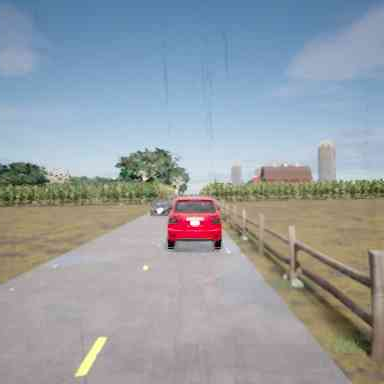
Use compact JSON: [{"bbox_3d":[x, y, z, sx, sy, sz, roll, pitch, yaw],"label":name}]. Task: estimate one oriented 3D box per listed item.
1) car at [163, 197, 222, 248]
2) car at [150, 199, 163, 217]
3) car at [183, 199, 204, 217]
[{"bbox_3d":[0.105,1.221,14.804,2.150,2.045,5.566,0,0,0],"label":"car"},{"bbox_3d":[-2.835,1.471,31.505,2.128,1.511,4.902,0,0,0],"label":"car"},{"bbox_3d":[0.113,1.484,31.954,1.837,1.490,4.892,0,0,0],"label":"car"}]
